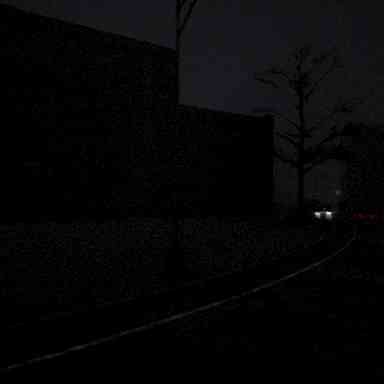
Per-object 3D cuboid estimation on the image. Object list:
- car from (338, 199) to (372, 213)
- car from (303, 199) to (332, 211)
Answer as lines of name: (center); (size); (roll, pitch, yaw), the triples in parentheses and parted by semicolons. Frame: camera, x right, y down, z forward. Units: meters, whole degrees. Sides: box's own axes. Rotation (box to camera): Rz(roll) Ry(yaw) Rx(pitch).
car: (17.960, 1.470, 37.001); (2.128, 1.511, 4.902); (1, 0, 0)
car: (14.416, 1.481, 39.237); (2.033, 1.411, 5.357); (1, 0, -4)
